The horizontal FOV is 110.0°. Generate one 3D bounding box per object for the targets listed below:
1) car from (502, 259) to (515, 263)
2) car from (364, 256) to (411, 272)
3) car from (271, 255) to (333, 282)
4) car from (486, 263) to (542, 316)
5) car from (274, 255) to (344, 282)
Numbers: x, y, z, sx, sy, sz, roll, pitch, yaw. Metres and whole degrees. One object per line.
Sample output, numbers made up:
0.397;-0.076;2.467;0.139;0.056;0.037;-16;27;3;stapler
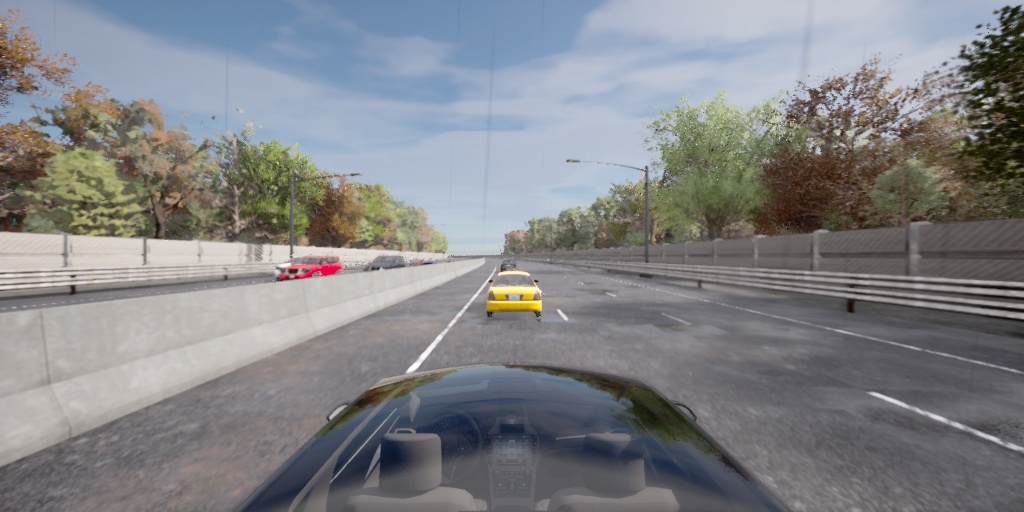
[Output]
-0.446;1.193;44.811;2.033;1.649;4.856;0;0;-1;car
-10.858;0.980;31.116;2.150;2.045;5.566;0;0;-1;car
-17.856;0.979;30.885;2.150;2.045;5.566;0;0;-1;car
0.050;1.210;13.239;1.801;1.575;5.366;0;0;0;car
-14.281;0.978;25.967;2.150;2.045;5.566;0;0;-1;car
